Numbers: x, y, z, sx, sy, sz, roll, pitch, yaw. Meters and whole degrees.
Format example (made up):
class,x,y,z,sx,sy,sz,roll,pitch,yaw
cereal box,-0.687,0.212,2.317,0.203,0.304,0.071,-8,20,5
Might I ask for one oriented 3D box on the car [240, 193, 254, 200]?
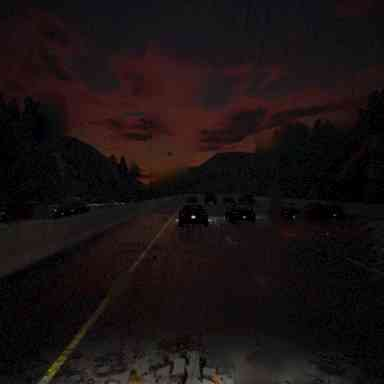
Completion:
class,x,y,z,sx,sy,sz,roll,pitch,yaw
car,10.589,1.247,64.413,2.150,2.045,5.566,0,0,0

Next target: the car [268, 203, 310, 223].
class,x,y,z,sx,sy,sz,roll,pitch,yaw
car,7.097,1.537,25.301,1.812,1.442,4.674,0,0,0

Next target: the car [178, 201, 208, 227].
class,x,y,z,sx,sy,sz,roll,pitch,yaw
car,0.089,1.571,23.196,1.994,1.385,4.181,0,0,0

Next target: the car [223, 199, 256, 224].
class,x,y,z,sx,sy,sz,roll,pitch,yaw
car,3.596,1.535,25.024,1.812,1.442,4.674,0,0,0

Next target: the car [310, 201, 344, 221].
class,x,y,z,sx,sy,sz,roll,pitch,yaw
car,10.592,1.506,27.117,2.128,1.511,4.902,0,0,0

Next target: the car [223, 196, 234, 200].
class,x,y,z,sx,sy,sz,roll,pitch,yaw
car,7.082,1.500,64.992,1.882,1.535,5.008,0,0,0

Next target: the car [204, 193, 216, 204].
class,x,y,z,sx,sy,sz,roll,pitch,yaw
car,3.584,1.242,65.312,2.150,2.045,5.566,0,0,0

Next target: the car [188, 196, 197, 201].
class,x,y,z,sx,sy,sz,roll,pitch,yaw
car,0.084,1.522,65.353,1.837,1.490,4.892,0,0,0

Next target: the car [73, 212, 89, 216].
class,x,y,z,sx,sy,sz,roll,pitch,yaw
car,-10.571,1.527,29.547,1.812,1.442,4.674,0,0,0
